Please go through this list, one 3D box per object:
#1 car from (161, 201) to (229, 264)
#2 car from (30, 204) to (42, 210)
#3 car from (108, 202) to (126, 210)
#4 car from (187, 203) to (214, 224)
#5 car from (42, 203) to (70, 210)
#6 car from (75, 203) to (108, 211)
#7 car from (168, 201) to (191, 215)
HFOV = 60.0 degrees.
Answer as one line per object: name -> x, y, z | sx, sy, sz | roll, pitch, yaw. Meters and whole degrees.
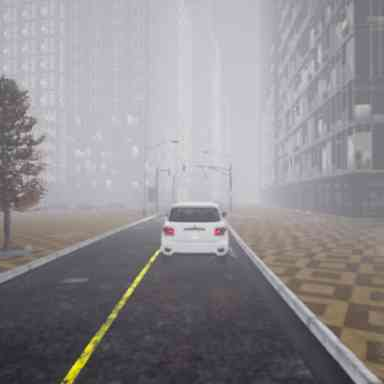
car -> 0.148, 1.355, 12.542 | 2.150, 2.045, 5.566 | 0, 0, 2
car -> -30.401, 2.789, 63.149 | 4.313, 1.339, 1.947 | -1, 0, 13
car -> -13.961, 2.434, 59.352 | 4.403, 1.369, 2.008 | -1, 0, 13
car -> 0.807, 1.779, 28.388 | 2.128, 1.511, 4.902 | 0, 0, 4
car -> -24.921, 2.675, 61.883 | 4.313, 1.339, 1.947 | -1, 0, 13
car -> -15.849, 2.318, 51.188 | 4.403, 1.369, 2.008 | -1, 0, 13
car -> -1.432, 1.890, 40.272 | 2.128, 1.511, 4.902 | 0, -1, 5
